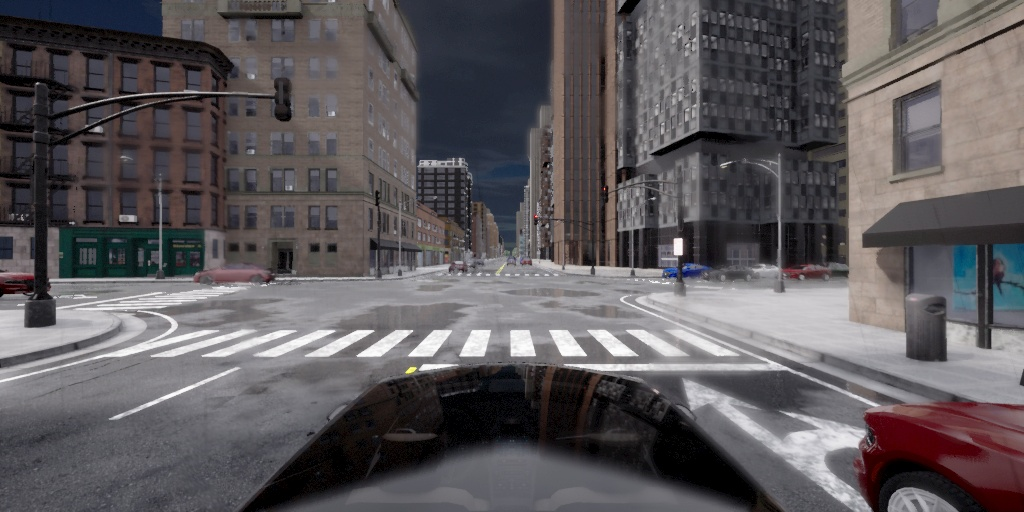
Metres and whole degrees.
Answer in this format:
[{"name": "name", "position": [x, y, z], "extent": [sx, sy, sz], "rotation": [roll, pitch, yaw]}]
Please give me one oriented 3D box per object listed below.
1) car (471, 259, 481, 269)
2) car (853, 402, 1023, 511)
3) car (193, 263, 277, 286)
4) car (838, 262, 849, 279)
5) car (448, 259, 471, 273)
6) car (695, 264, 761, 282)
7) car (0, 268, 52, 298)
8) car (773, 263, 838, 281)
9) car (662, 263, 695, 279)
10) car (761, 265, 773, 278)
[{"name": "car", "position": [-6.687, 1.250, 56.922], "extent": [2.128, 1.511, 4.902], "rotation": [0, 0, 0]}, {"name": "car", "position": [3.353, 1.228, 0.439], "extent": [1.882, 1.535, 5.008], "rotation": [0, 0, 0]}, {"name": "car", "position": [-17.597, 1.157, 22.968], "extent": [4.181, 1.385, 1.994], "rotation": [1, 0, -18]}, {"name": "car", "position": [35.015, 1.571, 39.664], "extent": [4.553, 1.767, 2.097], "rotation": [1, 0, -13]}, {"name": "car", "position": [-6.676, 1.284, 44.742], "extent": [1.812, 1.442, 4.674], "rotation": [0, 0, 0]}, {"name": "car", "position": [19.276, 1.515, 32.067], "extent": [4.892, 1.490, 1.837], "rotation": [1, 0, -17]}, {"name": "car", "position": [-22.331, 0.962, 14.468], "extent": [5.008, 1.535, 1.882], "rotation": [1, 0, -17]}, {"name": "car", "position": [28.327, 1.594, 34.640], "extent": [5.008, 1.535, 1.882], "rotation": [1, 0, -15]}, {"name": "car", "position": [17.024, 1.487, 34.810], "extent": [5.008, 1.535, 1.882], "rotation": [1, 0, -16]}, {"name": "car", "position": [26.006, 1.640, 37.381], "extent": [4.674, 1.442, 1.812], "rotation": [1, 0, -15]}]
